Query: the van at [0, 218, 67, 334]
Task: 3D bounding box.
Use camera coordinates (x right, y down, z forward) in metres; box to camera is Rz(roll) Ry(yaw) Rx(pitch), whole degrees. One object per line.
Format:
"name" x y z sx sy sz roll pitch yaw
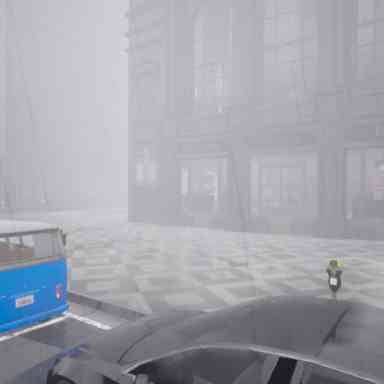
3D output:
"van" -3.922 1.340 5.882 3.998 1.788 1.690 0 0 36

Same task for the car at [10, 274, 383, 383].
"car" 0.671 1.566 2.594 4.313 1.339 1.947 0 0 36
